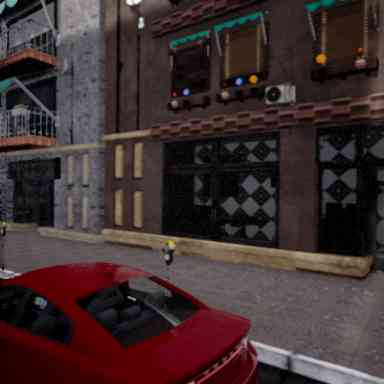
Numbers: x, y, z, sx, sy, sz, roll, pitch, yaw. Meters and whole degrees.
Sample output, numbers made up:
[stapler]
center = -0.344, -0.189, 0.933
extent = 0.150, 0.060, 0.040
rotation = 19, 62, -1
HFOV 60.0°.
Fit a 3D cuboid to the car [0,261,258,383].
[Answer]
[car]
center = -1.481, 1.526, 3.920
extent = 4.507, 1.381, 1.887
rotation = 0, 1, 35
